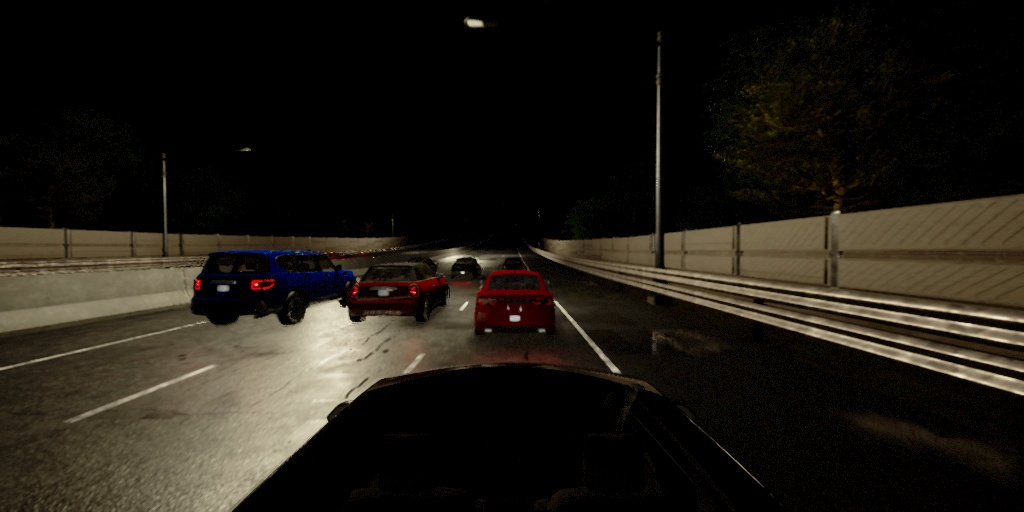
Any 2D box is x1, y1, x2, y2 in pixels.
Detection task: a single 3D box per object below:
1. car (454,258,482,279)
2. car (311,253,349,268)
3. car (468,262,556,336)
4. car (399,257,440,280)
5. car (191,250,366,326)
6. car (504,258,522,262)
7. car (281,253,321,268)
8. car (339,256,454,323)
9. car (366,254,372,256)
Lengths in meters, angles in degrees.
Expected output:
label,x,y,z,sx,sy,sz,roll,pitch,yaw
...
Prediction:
label,x,y,z,sx,sy,sz,roll,pitch,yaw
car,-3.425,0.864,27.333,1.837,1.490,4.892,0,1,0
car,-21.104,0.450,41.793,1.882,1.535,5.008,0,2,0
car,0.076,1.114,10.020,1.882,1.535,5.008,0,1,0
car,-6.925,0.863,27.361,1.837,1.490,4.892,0,1,0
car,-6.918,0.839,11.284,2.150,2.045,5.566,0,1,0
car,0.078,0.864,28.256,1.812,1.442,4.674,0,1,0
car,-24.601,0.470,42.013,1.837,1.490,4.892,0,2,0
car,-3.421,0.967,11.679,2.097,1.767,4.553,0,1,0
car,-17.605,0.444,41.973,1.882,1.535,5.008,0,2,0
